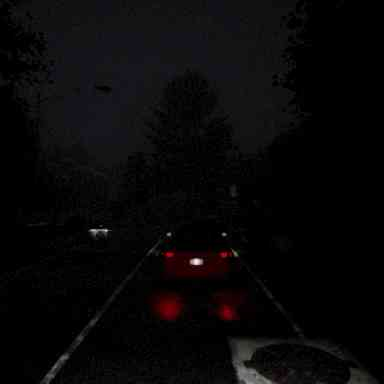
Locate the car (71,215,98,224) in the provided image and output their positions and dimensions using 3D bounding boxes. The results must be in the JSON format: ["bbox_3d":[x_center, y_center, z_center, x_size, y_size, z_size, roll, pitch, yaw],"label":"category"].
[{"bbox_3d":[-18.096,4.565,55.994,1.994,1.385,4.181,-2,-4,25],"label":"car"}]

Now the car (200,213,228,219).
[{"bbox_3d":[1.763,2.439,26.656,1.882,1.535,5.008,-1,-4,12],"label":"car"}]

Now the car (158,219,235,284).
[{"bbox_3d":[0.135,1.700,9.995,1.994,1.385,4.181,0,-2,1],"label":"car"}]

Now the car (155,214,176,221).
[{"bbox_3d":[-5.262,5.123,65.718,4.181,1.385,1.994,1,-4,-10],"label":"car"}]

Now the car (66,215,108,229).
[{"bbox_3d":[-10.800,3.019,33.967,5.357,1.411,2.033,-3,-5,41],"label":"car"}]
